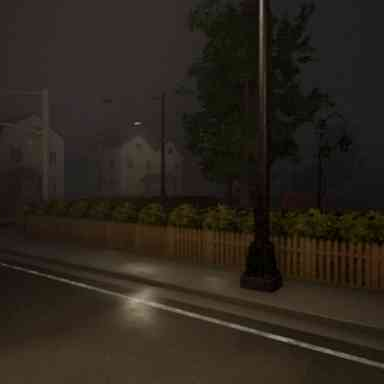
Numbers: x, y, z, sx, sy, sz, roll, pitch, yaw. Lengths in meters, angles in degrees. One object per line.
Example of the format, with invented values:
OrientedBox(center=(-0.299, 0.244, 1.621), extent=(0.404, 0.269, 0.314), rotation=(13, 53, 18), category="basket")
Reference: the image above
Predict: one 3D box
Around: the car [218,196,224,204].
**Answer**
OrientedBox(center=(5.038, 1.444, 58.622), extent=(1.994, 1.385, 4.181), rotation=(0, 0, 35), category="car")
